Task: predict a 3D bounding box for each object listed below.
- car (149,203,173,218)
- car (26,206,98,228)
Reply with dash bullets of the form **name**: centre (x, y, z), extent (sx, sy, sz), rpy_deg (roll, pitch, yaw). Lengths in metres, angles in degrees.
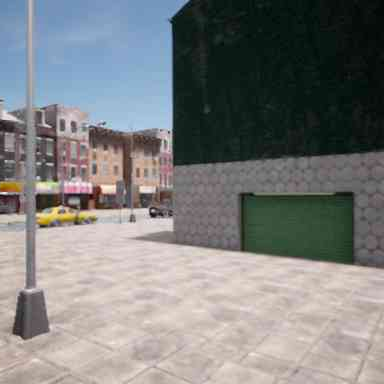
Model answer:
- **car**: centre (-2.332, 1.749, 31.914), extent (1.947, 1.339, 4.313), rpy_deg (-1, -1, 35)
- **car**: centre (-8.760, 1.632, 22.887), extent (1.752, 1.417, 4.829), rpy_deg (-1, -1, 35)
